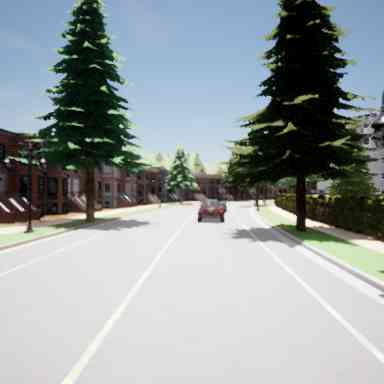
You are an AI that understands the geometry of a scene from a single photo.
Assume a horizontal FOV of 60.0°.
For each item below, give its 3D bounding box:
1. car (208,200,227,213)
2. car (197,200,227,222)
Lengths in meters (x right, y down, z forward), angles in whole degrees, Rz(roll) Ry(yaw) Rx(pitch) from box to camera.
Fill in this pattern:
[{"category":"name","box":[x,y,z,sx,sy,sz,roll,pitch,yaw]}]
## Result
[{"category":"car","box":[3.115,1.659,39.461,1.994,1.385,4.181,0,0,8]},{"category":"car","box":[1.639,1.417,27.529,2.097,1.767,4.553,0,0,6]}]
